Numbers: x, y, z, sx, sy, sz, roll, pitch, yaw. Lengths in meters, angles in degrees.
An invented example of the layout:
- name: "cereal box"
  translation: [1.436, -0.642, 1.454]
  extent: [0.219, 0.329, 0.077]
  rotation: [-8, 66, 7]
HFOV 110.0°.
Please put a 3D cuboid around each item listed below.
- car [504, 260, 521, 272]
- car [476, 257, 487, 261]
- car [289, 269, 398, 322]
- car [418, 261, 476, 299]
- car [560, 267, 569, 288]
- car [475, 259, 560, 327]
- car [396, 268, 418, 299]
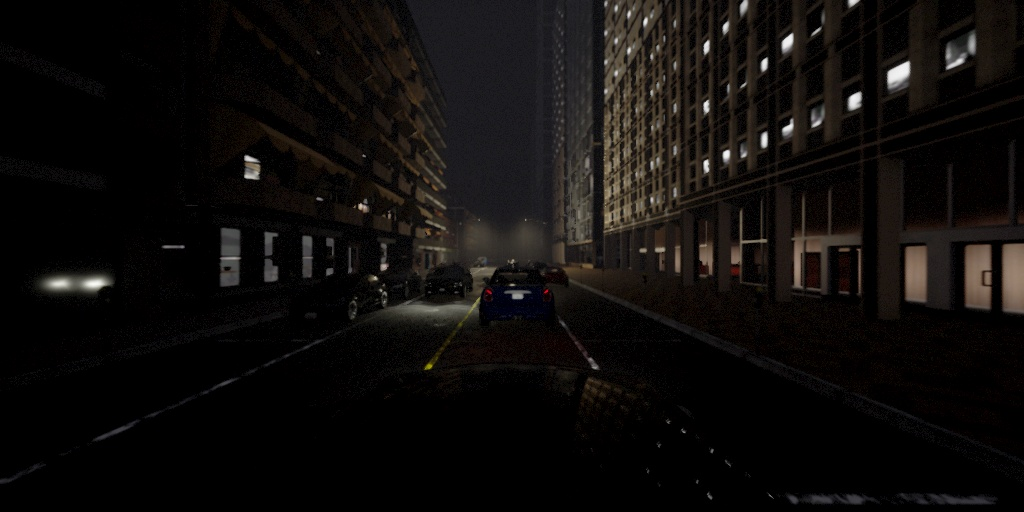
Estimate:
- name: "car"
  translation: [0.105, 1.246, 46.742]
  extent: [2.128, 1.511, 4.902]
  rotation: [0, 0, 0]
- name: "car"
  translation: [-5.686, 1.327, 63.163]
  extent: [1.948, 1.339, 4.313]
  rotation: [0, 0, 0]
- name: "car"
  translation: [-5.689, 1.313, 12.326]
  extent: [1.948, 1.339, 4.313]
  rotation: [0, 0, 0]
- name: "car"
  translation: [-3.097, 1.224, 18.385]
  extent: [1.882, 1.535, 5.008]
  rotation: [0, 0, 0]
- name: "car"
  translation: [2.692, 1.329, 23.622]
  extent: [1.802, 1.307, 4.207]
  rotation: [0, 0, 0]
- name: "car"
  translation: [0.109, 1.100, 11.706]
  extent: [2.097, 1.767, 4.553]
  rotation: [0, 0, -1]
- name: "car"
  translation: [-5.689, 1.297, 17.974]
  extent: [2.007, 1.370, 4.403]
  rotation: [0, 0, 0]
